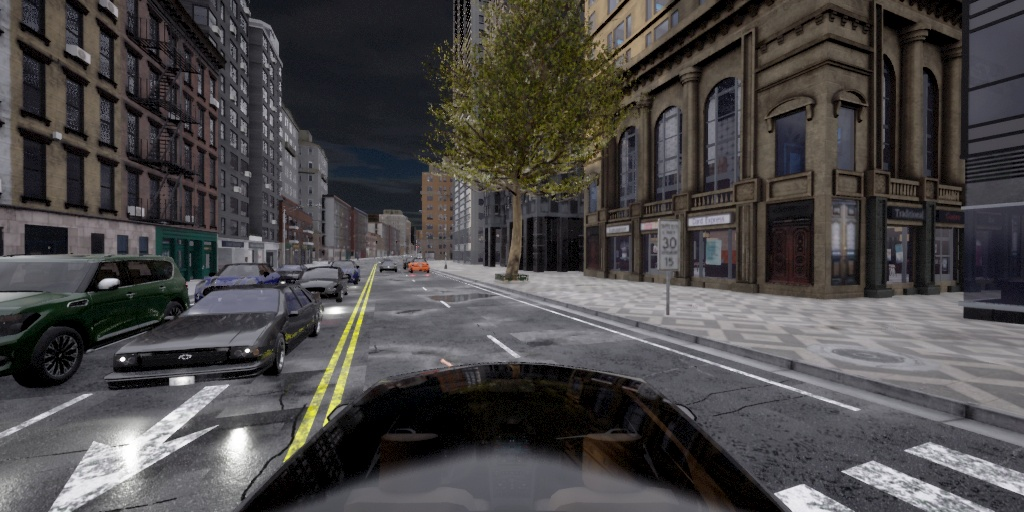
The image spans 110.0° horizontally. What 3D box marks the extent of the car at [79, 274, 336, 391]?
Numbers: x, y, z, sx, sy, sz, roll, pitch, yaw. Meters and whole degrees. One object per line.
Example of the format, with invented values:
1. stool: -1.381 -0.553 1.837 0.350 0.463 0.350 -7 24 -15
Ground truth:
1. car: -5.265 1.295 7.379 2.033 1.411 5.357 0 0 -18

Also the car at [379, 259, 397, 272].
1. car: -14.874 1.226 43.146 1.994 1.385 4.181 0 0 -20

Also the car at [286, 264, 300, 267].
1. car: -15.234 1.267 24.867 2.033 1.411 5.357 0 0 -21

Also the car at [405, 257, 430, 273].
1. car: -10.860 1.026 41.613 2.097 1.767 4.553 0 0 -20

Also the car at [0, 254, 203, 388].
1. car: -8.565 0.969 6.834 2.150 2.045 5.566 0 0 -20

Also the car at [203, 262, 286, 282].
1. car: -11.937 1.090 15.940 2.097 1.767 4.553 0 0 -20

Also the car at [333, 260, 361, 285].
1. car: -12.021 1.073 25.558 2.097 1.767 4.553 0 0 -20

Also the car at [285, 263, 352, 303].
1. car: -8.678 1.244 16.503 1.837 1.490 4.892 0 0 -20

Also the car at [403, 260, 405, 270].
1. car: -14.394 0.983 51.071 2.097 1.767 4.553 0 0 -20
